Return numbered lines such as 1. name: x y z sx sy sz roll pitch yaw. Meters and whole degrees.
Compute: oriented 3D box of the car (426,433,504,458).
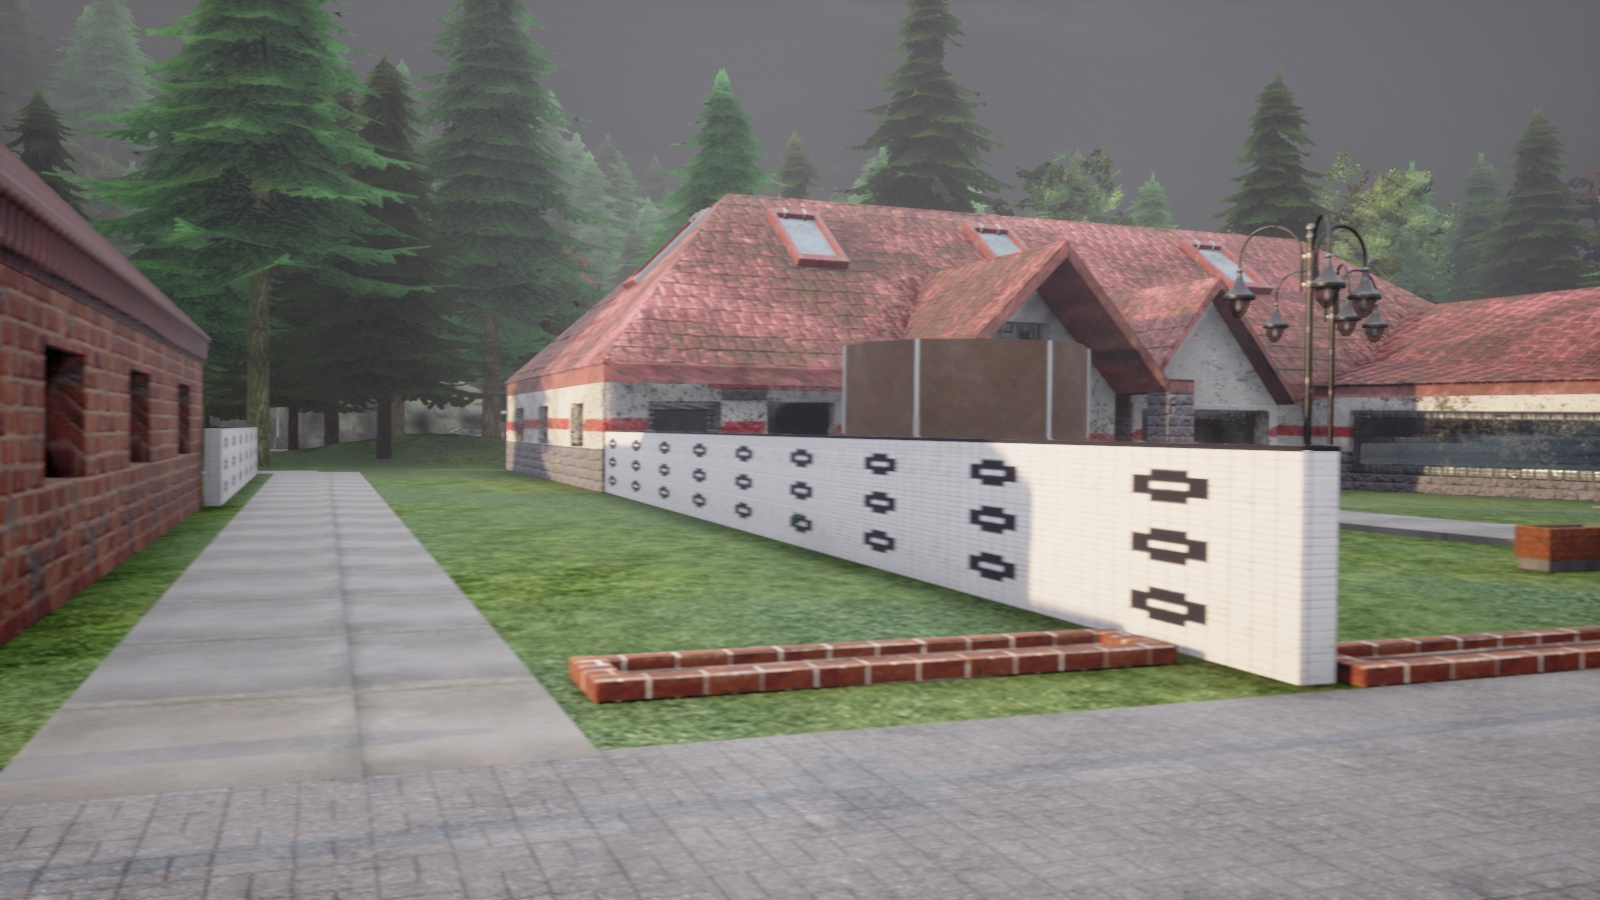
1. car: -21.180 -0.317 79.349 4.514 1.525 2.007 -1 1 -21
